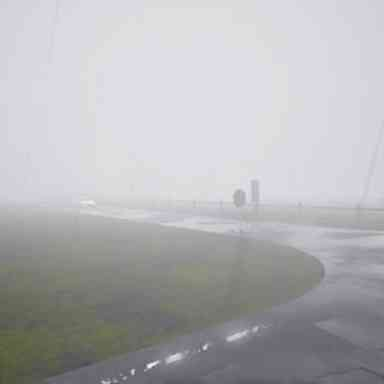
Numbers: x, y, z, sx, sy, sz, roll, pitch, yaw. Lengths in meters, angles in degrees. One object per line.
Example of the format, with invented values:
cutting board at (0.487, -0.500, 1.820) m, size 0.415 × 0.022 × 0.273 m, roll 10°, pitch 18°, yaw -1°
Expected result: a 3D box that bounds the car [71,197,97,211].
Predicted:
car at (-12.510, 1.300, 38.196) m, size 1.812 × 1.442 × 4.674 m, roll -1°, pitch 1°, yaw -38°
